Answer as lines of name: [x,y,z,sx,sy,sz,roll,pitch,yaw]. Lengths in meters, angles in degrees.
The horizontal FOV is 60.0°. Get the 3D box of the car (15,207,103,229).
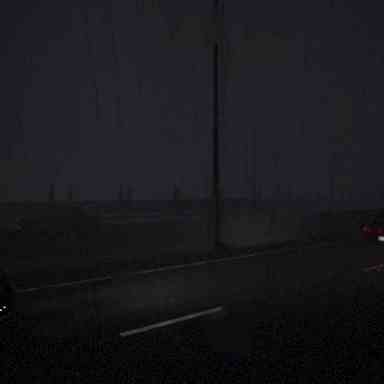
car: [-7.894,1.601,19.854,4.718,1.301,1.895,0,0,-35]

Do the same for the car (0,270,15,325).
car: [-5.127,1.491,4.388,4.902,1.511,2.128,0,0,-35]

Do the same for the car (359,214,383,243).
car: [9.573,1.605,14.872,4.718,1.301,1.895,0,0,-35]
